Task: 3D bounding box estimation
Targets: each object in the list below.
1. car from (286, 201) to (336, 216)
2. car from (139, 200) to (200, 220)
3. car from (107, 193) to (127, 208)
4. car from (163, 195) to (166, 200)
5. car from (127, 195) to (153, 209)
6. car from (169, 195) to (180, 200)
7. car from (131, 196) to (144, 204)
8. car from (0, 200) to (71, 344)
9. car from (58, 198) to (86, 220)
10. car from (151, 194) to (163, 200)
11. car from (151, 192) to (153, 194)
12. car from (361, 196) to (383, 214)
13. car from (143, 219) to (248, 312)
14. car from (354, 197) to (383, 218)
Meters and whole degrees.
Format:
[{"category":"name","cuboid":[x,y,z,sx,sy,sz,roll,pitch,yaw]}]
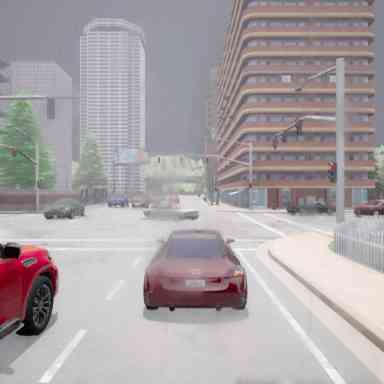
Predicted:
[{"category":"car","cuboid":[11.376,1.545,31.393,4.718,1.301,1.895,0,0,-13]},{"category":"car","cuboid":[-1.669,1.580,26.089,4.718,1.301,1.895,0,0,40]},{"category":"car","cuboid":[-10.669,1.221,48.480,2.150,2.045,5.566,0,0,0]},{"category":"car","cuboid":[-7.116,1.515,78.900,1.812,1.442,4.674,0,0,0]},{"category":"car","cuboid":[-7.164,1.490,46.076,2.128,1.511,4.902,0,0,0]},{"category":"car","cuboid":[-3.497,1.352,65.794,2.097,1.767,4.553,0,0,0]},{"category":"car","cuboid":[-10.630,1.526,64.871,1.812,1.442,4.674,0,0,0]},{"category":"car","cuboid":[-3.437,1.221,3.539,2.150,2.045,5.566,0,0,0]},{"category":"car","cuboid":[-10.640,1.344,28.149,2.097,1.767,4.553,0,0,0]},{"category":"car","cuboid":[-7.147,1.525,63.547,1.812,1.442,4.674,0,0,0]},{"category":"car","cuboid":[-10.618,1.487,79.865,1.837,1.490,4.892,0,0,0]},{"category":"car","cuboid":[19.815,1.296,34.249,4.553,1.767,2.097,0,0,-27]},{"category":"car","cuboid":[0.081,1.564,7.819,1.994,1.385,4.181,0,0,1]},{"category":"car","cuboid":[16.535,1.422,29.129,5.008,1.535,1.882,0,0,-20]}]
